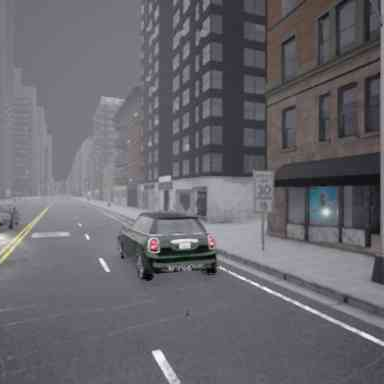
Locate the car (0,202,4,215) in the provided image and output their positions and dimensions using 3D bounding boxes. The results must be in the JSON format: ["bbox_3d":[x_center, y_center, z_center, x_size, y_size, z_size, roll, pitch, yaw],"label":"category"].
[{"bbox_3d":[-20.891,1.769,34.461,1.895,1.301,4.718,0,0,-21],"label":"car"}]

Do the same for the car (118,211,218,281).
[{"bbox_3d":[-0.978,1.413,10.461,2.097,1.767,4.553,0,0,-22],"label":"car"}]

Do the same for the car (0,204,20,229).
[{"bbox_3d":[-12.596,1.598,21.973,2.128,1.511,4.902,0,0,-21],"label":"car"}]
